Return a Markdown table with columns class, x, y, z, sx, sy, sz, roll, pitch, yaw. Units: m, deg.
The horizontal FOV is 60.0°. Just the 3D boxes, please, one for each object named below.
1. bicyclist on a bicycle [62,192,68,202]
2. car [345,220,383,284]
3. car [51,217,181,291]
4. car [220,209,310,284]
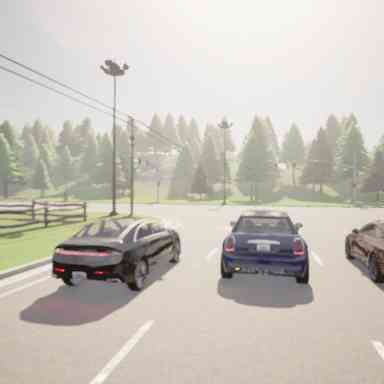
| class | x | y | z | sx | sy | sz | roll | pitch | yaw |
| --- | --- | --- | --- | --- | --- | --- | --- | --- | --- |
| bicyclist on a bicycle | -20.997 | 0.778 | 55.200 | 0.582 | 1.620 | 1.656 | 0 | 1 | 13 |
| car | 5.596 | 1.492 | 9.157 | 1.812 | 1.442 | 4.674 | 0 | 0 | 13 |
| car | -1.657 | 1.416 | 8.905 | 2.128 | 1.511 | 4.902 | 0 | 0 | 13 |
| car | 2.146 | 1.293 | 9.775 | 2.097 | 1.767 | 4.553 | 0 | 0 | 13 |
